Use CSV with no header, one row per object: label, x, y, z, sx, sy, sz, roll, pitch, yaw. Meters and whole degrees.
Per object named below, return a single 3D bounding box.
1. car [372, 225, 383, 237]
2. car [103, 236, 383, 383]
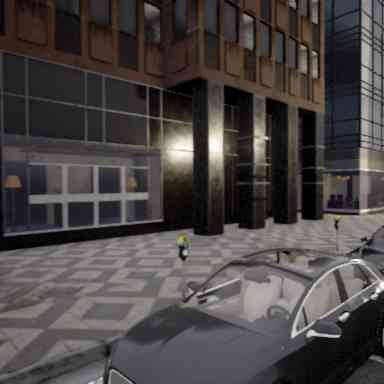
car,5.229,1.405,7.857,4.313,1.339,1.947,-1,1,-42
car,1.092,1.469,4.081,4.403,1.369,2.008,-1,1,-42
